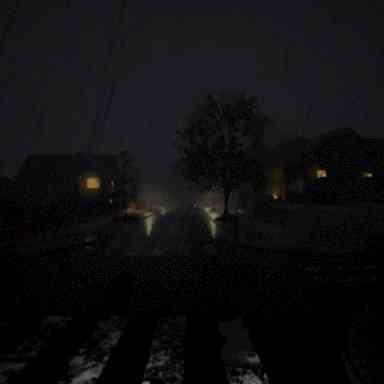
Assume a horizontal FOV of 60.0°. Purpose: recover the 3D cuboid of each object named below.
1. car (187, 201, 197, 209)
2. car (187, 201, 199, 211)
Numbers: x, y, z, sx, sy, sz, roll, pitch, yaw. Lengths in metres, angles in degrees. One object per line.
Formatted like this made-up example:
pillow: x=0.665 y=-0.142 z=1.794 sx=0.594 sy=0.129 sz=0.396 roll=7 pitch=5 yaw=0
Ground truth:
car: x=0.040 y=2.462 z=62.462 sx=1.895 sy=1.301 sz=4.718 roll=0 pitch=-1 yaw=0
car: x=0.110 y=2.184 z=52.036 sx=2.128 sy=1.511 sz=4.902 roll=0 pitch=-1 yaw=0
